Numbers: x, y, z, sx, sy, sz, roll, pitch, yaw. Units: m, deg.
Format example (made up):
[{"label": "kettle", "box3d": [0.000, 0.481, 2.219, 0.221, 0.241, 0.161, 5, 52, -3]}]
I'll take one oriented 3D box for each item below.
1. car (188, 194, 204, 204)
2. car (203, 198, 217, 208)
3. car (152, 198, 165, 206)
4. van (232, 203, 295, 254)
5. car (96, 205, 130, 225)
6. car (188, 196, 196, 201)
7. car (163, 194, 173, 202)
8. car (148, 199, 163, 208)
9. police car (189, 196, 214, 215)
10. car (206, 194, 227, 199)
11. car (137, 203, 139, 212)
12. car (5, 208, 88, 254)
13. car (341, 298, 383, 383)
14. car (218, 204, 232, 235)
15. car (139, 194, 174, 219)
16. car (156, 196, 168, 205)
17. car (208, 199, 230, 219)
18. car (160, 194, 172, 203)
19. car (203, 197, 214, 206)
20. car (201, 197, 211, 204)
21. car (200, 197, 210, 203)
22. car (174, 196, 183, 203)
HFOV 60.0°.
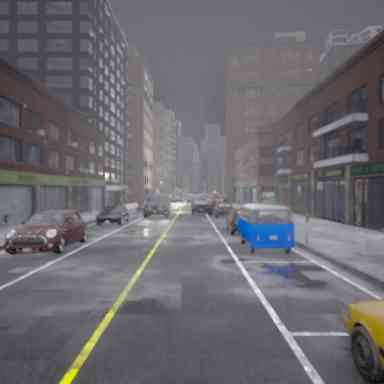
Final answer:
[{"label": "car", "box3d": [0.824, 1.482, 50.625, 2.097, 1.767, 4.553, 0, 0, 0]}, {"label": "car", "box3d": [2.835, 1.699, 52.000, 1.947, 1.339, 4.313, -1, 0, 0]}, {"label": "car", "box3d": [-5.691, 1.728, 57.493, 1.802, 1.307, 4.206, -1, 0, 0]}, {"label": "van", "box3d": [2.844, 1.376, 13.458, 1.690, 1.788, 3.998, -1, 0, 0]}, {"label": "car", "box3d": [-5.682, 1.630, 24.447, 1.947, 1.339, 4.313, -1, 0, 0]}, {"label": "car", "box3d": [-0.023, 1.602, 82.727, 1.895, 1.301, 4.718, 0, 0, 0]}, {"label": "car", "box3d": [-5.701, 1.502, 79.525, 2.192, 1.841, 5.009, -1, 0, 0]}, {"label": "car", "box3d": [-5.690, 1.716, 51.985, 1.802, 1.307, 4.206, -1, 0, 0]}, {"label": "police car", "box3d": [0.889, 1.516, 34.765, 1.930, 1.638, 5.238, 0, 0, 0]}, {"label": "car", "box3d": [2.837, 1.408, 35.482, 2.192, 1.841, 5.009, -1, 0, 0]}, {"label": "car", "box3d": [-5.687, 1.689, 40.970, 1.802, 1.307, 4.206, -1, 0, 0]}, {"label": "car", "box3d": [-5.680, 1.475, 13.432, 1.967, 1.590, 4.097, -1, 0, 0]}, {"label": "car", "box3d": [2.850, 1.532, 2.615, 1.752, 1.417, 4.829, -1, 0, 0]}, {"label": "car", "box3d": [2.845, 1.600, 18.964, 2.008, 1.369, 4.403, -1, 0, 0]}, {"label": "car", "box3d": [-3.108, 1.301, 30.579, 2.150, 2.045, 5.566, 0, 0, 0]}, {"label": "car", "box3d": [-5.695, 1.597, 63.001, 1.967, 1.590, 4.097, -1, 0, 0]}, {"label": "car", "box3d": [2.841, 1.629, 29.975, 2.008, 1.369, 4.403, -1, 0, 0]}, {"label": "car", "box3d": [-5.699, 1.493, 74.017, 2.192, 1.841, 5.009, -1, 0, 0]}, {"label": "car", "box3d": [2.833, 1.671, 57.677, 1.752, 1.417, 4.829, -1, 0, 0]}, {"label": "car", "box3d": [2.831, 1.733, 68.519, 1.947, 1.339, 4.313, -1, 0, 0]}, {"label": "car", "box3d": [2.829, 1.743, 74.026, 1.947, 1.339, 4.313, -1, 0, 0]}, {"label": "car", "box3d": [-3.022, 1.649, 72.319, 1.882, 1.535, 5.008, 0, 0, 0]}]
